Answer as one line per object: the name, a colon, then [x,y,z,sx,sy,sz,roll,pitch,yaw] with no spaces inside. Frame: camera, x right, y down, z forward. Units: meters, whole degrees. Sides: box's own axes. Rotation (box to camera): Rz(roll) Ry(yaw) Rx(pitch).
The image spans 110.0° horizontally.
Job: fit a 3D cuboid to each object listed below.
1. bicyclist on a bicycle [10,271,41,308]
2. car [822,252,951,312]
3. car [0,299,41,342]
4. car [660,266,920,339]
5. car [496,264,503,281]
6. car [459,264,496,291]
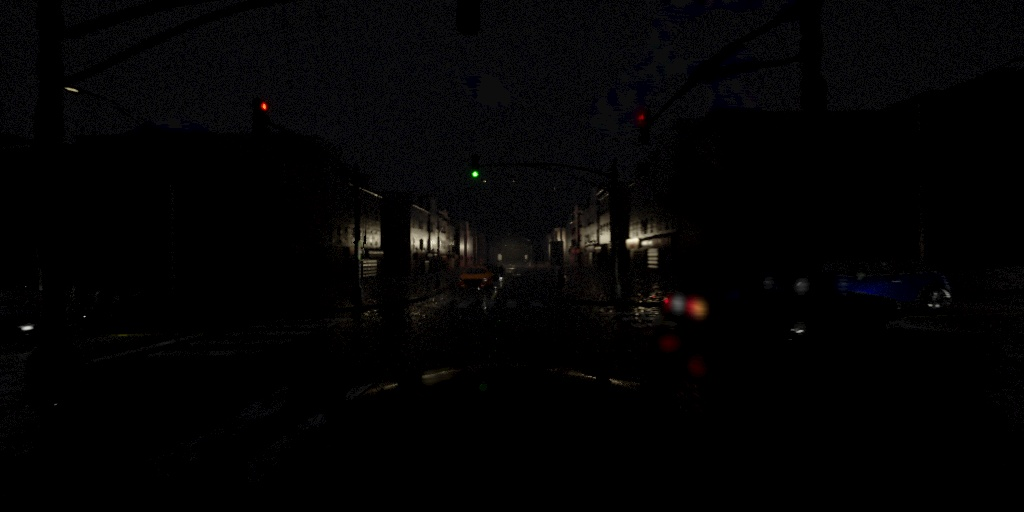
bicyclist on a bicycle: [-19.852,1.435,14.972,0.582,1.620,1.656,0,0,1]
car: [10.805,0.824,11.544,4.553,1.767,2.097,-2,0,2]
car: [-14.619,1.591,8.992,4.892,1.490,1.837,-1,0,-1]
car: [6.674,1.164,9.163,5.357,1.411,2.033,-2,0,-4]
car: [-2.164,1.519,33.898,1.837,1.490,4.892,0,0,1]
car: [-2.358,1.428,24.354,1.882,1.535,5.008,0,0,1]
